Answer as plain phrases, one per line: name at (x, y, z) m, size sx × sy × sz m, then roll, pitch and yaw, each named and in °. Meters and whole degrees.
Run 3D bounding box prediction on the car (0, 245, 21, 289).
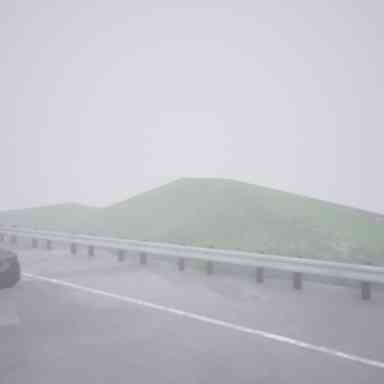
car at (-5.908, 1.518, 7.743) m, size 4.181 × 1.385 × 1.994 m, roll 0°, pitch 0°, yaw 33°
